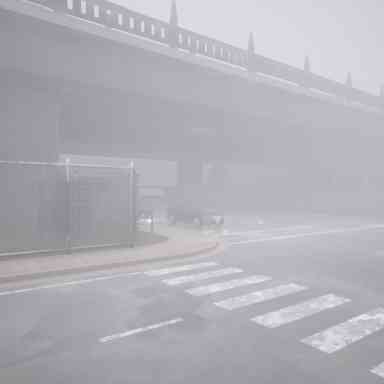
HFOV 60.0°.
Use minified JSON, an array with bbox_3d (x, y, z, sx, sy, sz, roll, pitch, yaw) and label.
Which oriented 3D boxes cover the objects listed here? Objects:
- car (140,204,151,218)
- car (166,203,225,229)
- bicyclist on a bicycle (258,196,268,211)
[{"bbox_3d":[-5.597,1.546,29.986,2.033,1.411,5.357,0,0,-36],"label":"car"},{"bbox_3d":[0.123,1.490,22.089,2.128,1.511,4.902,0,0,-36],"label":"car"},{"bbox_3d":[7.735,1.298,36.270,1.656,1.620,0.582,0,0,-36],"label":"bicyclist on a bicycle"}]
